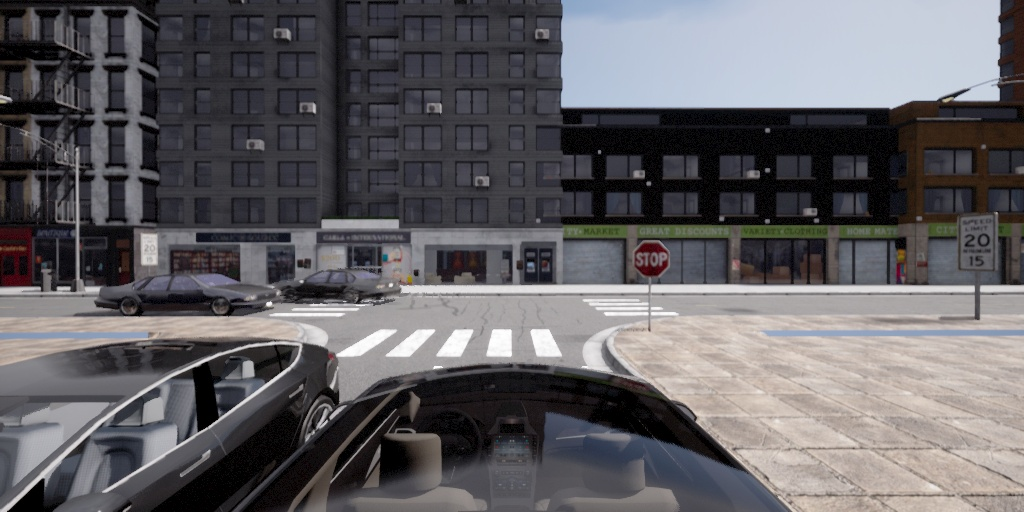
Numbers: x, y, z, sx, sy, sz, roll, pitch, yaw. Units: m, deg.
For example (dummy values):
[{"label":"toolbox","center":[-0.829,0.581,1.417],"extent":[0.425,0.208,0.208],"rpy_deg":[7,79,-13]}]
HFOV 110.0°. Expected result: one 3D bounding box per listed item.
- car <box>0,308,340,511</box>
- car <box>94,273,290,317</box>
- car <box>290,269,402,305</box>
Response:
[{"label":"car","center":[-2.639,1.315,2.084],"extent":[1.948,1.339,4.313],"rpy_deg":[0,0,0]},{"label":"car","center":[-11.245,1.306,12.661],"extent":[5.357,1.411,2.033],"rpy_deg":[0,0,0]},{"label":"car","center":[-7.613,1.284,15.661],"extent":[5.357,1.411,2.033],"rpy_deg":[0,0,11]}]
